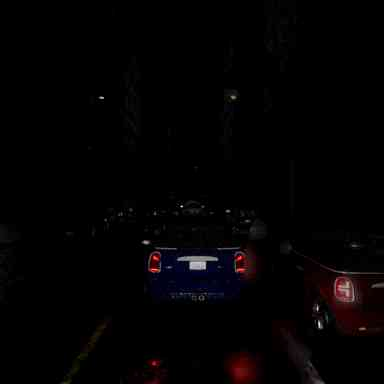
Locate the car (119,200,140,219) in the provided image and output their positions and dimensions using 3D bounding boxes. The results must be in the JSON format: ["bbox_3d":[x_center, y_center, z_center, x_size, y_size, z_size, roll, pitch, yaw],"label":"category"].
[{"bbox_3d":[-5.652,1.444,28.598,1.967,1.590,4.097,0,0,0],"label":"car"}]

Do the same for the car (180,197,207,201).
[{"bbox_3d":[0.019,1.460,27.459,1.801,1.575,5.366,0,0,0],"label":"car"}]

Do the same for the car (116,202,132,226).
[{"bbox_3d":[-5.656,1.584,23.097,1.802,1.307,4.206,0,0,0],"label":"car"}]

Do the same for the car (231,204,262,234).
[{"bbox_3d":[2.866,1.552,17.589,2.008,1.369,4.403,0,0,0],"label":"car"}]

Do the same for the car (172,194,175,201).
[{"bbox_3d":[-5.563,1.617,76.518,2.008,1.369,4.403,0,0,0],"label":"car"}]

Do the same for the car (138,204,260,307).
[{"bbox_3d":[0.105,1.352,8.157,2.097,1.767,4.553,0,0,0],"label":"car"}]

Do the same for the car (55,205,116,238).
[{"bbox_3d":[-5.659,1.567,17.595,1.947,1.339,4.313,0,0,0],"label":"car"}]

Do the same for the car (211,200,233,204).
[{"bbox_3d":[2.874,1.569,28.592,1.947,1.339,4.313,0,0,0],"label":"car"}]

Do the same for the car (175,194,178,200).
[{"bbox_3d":[-5.523,1.638,92.573,1.752,1.417,4.829,0,0,0],"label":"car"}]

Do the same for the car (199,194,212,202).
[{"bbox_3d":[2.934,1.484,65.682,1.967,1.590,4.097,0,0,0],"label":"car"}]

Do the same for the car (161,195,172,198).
[{"bbox_3d":[-5.591,1.626,65.701,1.802,1.307,4.206,0,0,0],"label":"car"}]

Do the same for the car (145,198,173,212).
[{"bbox_3d":[-2.981,1.551,29.370,1.837,1.490,4.892,0,0,0],"label":"car"}]

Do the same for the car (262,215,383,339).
[{"bbox_3d":[2.858,1.440,6.586,1.967,1.590,4.097,0,0,0],"label":"car"}]

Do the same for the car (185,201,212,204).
[{"bbox_3d":[0.108,1.479,17.437,1.882,1.535,5.008,0,0,0],"label":"car"}]
